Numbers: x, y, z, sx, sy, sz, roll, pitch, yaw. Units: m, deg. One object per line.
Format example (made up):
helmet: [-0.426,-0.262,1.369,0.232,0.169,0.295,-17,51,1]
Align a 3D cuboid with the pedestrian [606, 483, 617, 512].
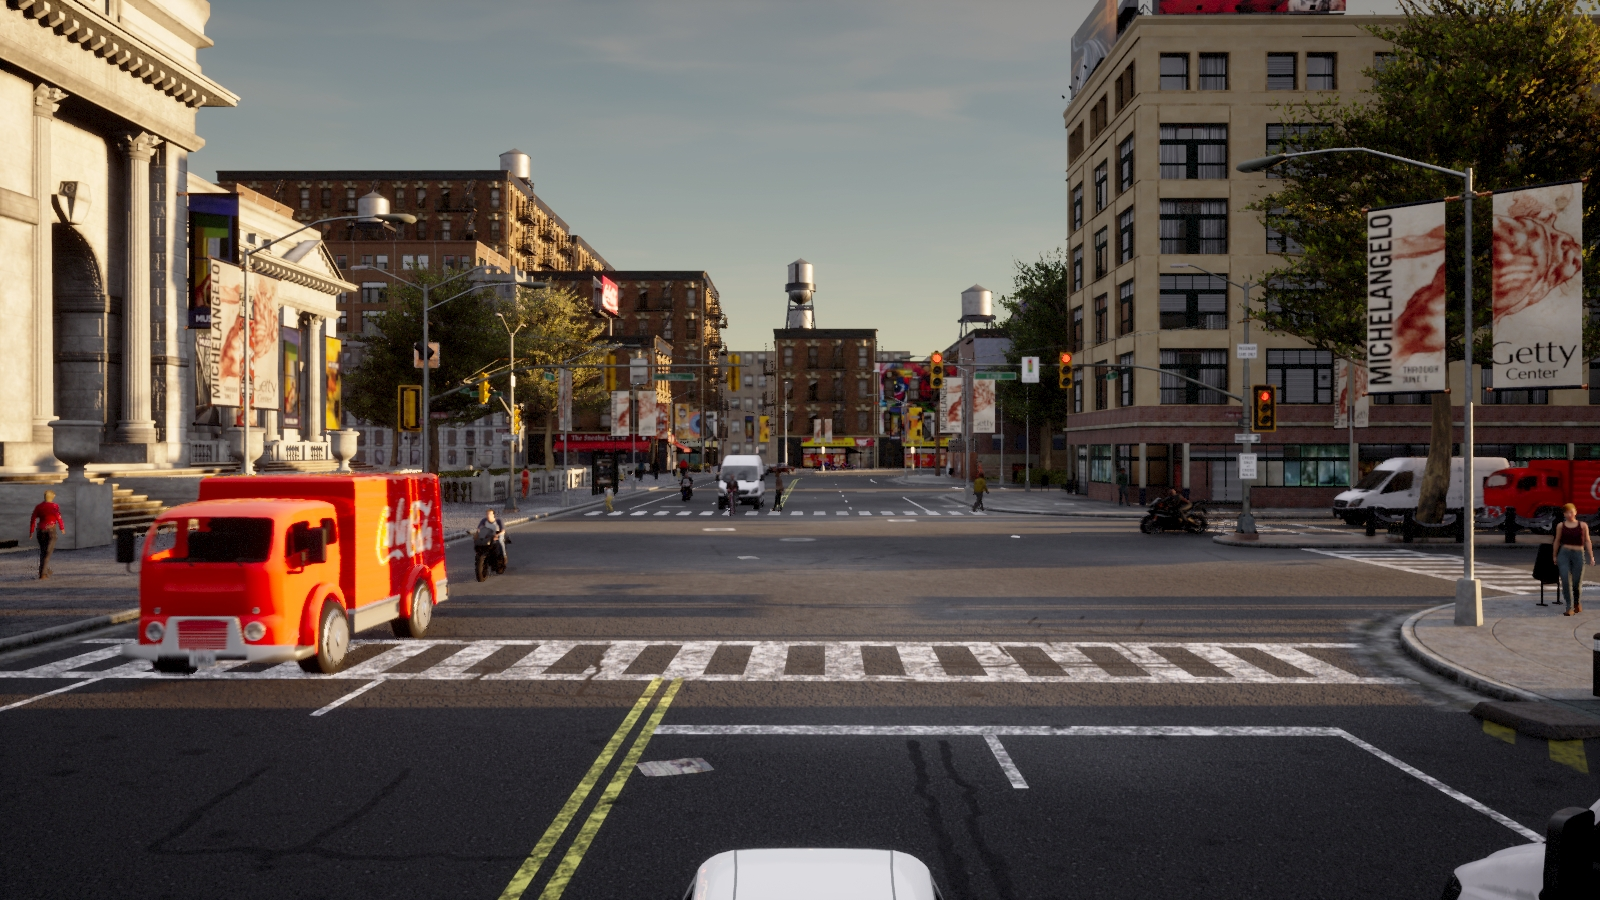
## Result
pedestrian: [-8.479,2.128,51.348,0.375,1.300,0.375,0,0,12]

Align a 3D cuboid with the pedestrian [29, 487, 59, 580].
pedestrian: [-15.392,1.696,23.276,0.375,1.860,0.375,0,0,-6]

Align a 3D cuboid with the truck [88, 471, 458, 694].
truck: [-6.833,1.568,15.718,2.627,2.467,5.204,0,0,1]

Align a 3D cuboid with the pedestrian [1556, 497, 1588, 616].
pedestrian: [12.422,1.696,18.374,0.375,1.860,0.375,0,0,42]

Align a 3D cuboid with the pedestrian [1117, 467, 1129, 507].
pedestrian: [14.848,1.696,52.520,0.375,1.860,0.375,0,0,-10]

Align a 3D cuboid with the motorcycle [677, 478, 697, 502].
motorcycle: [-6.217,2.205,62.895,0.867,1.251,2.209,0,0,1]

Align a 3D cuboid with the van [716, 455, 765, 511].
van: [-2.807,1.535,55.382,1.988,2.561,5.915,0,0,1]

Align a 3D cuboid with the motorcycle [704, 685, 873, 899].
motorcycle: [-0.047,2.182,6.691,0.856,1.236,1.805,0,0,1]

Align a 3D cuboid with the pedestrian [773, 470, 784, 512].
pedestrian: [-0.958,1.848,51.205,0.375,1.860,0.375,0,0,-17]

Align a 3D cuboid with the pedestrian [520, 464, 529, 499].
pedestrian: [-14.728,1.697,61.123,0.375,1.860,0.375,0,0,0]

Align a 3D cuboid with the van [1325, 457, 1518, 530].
van: [22.537,1.535,41.577,5.915,2.561,1.988,0,0,1]

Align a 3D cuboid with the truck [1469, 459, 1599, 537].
truck: [25.674,1.578,38.049,5.204,2.467,2.627,1,0,1]

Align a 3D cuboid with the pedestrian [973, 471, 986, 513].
pedestrian: [7.930,1.849,50.497,0.375,1.860,0.375,0,0,-35]

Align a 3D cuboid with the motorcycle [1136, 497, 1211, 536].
motorcycle: [12.410,2.205,37.964,2.209,1.251,0.867,0,1,-4]

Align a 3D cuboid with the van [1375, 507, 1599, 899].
van: [3.538,1.534,2.141,1.988,2.561,5.915,0,0,1]

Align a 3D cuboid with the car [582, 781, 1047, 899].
car: [0.047,2.120,3.817,1.481,1.376,2.207,0,0,0]
